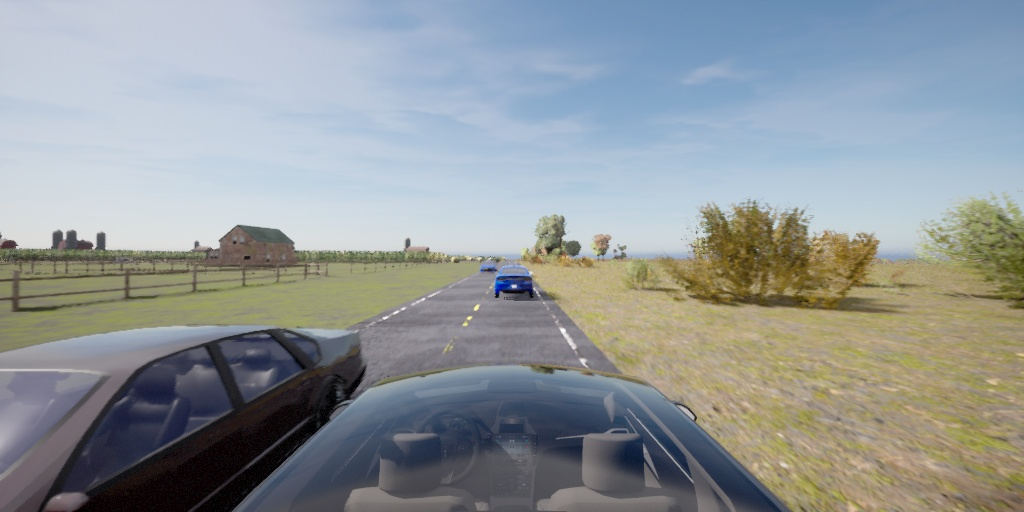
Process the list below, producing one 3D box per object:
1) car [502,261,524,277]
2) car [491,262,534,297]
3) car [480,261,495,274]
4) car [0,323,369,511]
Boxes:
[{"bbox_3d":[0.103,1.349,37.776,2.128,1.511,4.902,0,0,0],"label":"car"},{"bbox_3d":[0.100,1.259,18.972,1.882,1.535,5.008,0,0,0],"label":"car"},{"bbox_3d":[-2.826,1.367,43.801,1.882,1.535,5.008,0,0,0],"label":"car"},{"bbox_3d":[-2.850,1.298,2.554,2.033,1.411,5.357,0,0,0],"label":"car"}]
